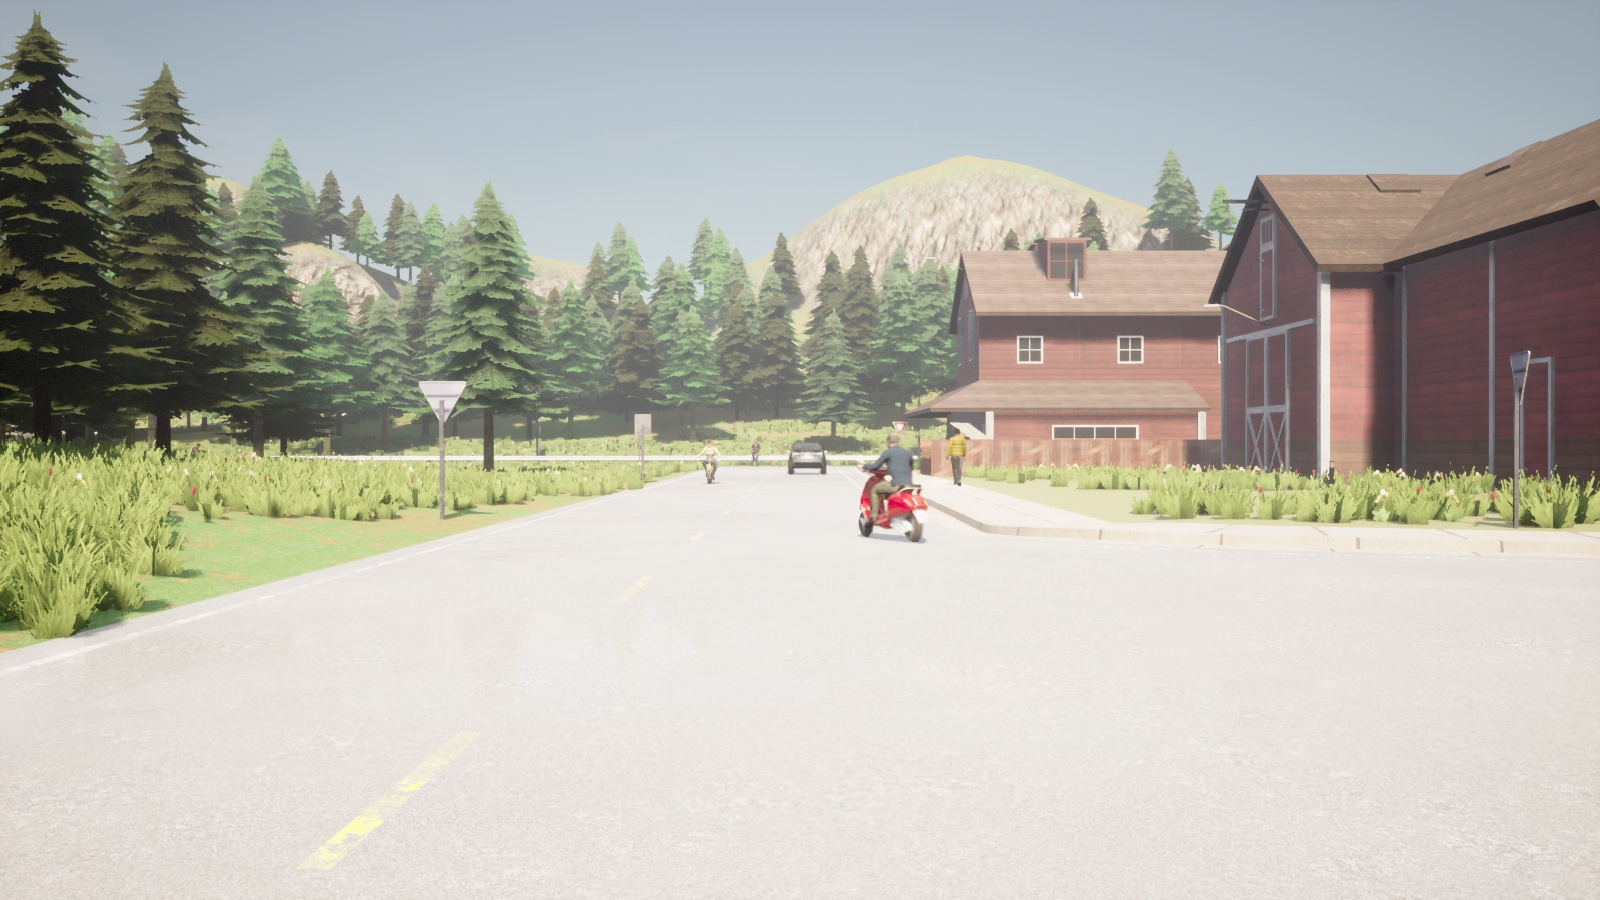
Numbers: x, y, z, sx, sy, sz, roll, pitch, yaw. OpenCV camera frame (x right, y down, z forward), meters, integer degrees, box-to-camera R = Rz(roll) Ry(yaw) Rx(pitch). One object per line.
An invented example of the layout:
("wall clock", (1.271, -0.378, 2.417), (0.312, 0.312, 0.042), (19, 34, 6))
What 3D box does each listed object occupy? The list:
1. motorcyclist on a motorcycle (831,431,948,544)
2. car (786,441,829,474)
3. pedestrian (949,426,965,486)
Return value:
("motorcyclist on a motorcycle", (1.304, 0.550, 18.719), (0.866, 1.590, 1.817), (2, -1, -28))
("car", (0.354, 0.348, 61.150), (2.007, 1.525, 4.514), (0, 0, 0))
("pedestrian", (4.883, 0.185, 39.045), (0.431, 1.840, 0.709), (0, 0, 3))
